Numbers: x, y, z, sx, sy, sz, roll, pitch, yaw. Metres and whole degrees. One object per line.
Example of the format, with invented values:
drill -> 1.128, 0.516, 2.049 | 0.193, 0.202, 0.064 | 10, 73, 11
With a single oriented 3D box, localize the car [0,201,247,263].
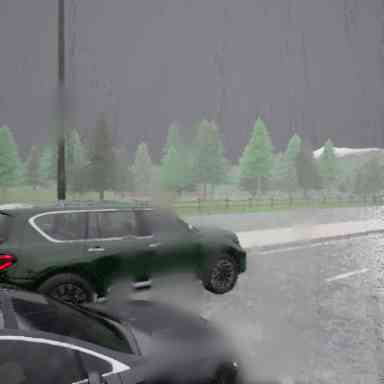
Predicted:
car -> -1.367, 1.207, 7.016 | 5.566, 2.045, 2.150 | 0, 0, -36

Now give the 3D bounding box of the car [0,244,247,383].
car -> -1.741, 1.500, 2.397 | 4.892, 1.490, 1.837 | 0, 0, -36
